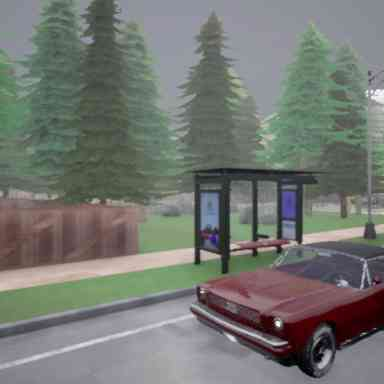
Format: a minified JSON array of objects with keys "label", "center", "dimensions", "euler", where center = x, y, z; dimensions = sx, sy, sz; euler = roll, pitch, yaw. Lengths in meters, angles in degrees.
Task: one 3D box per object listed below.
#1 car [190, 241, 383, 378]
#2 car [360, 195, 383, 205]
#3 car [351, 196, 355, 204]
[{"label":"car","center":[2.316,1.589,5.631],"dimensions":[4.718,1.301,1.895],"euler":[0,0,-35]},{"label":"car","center":[27.587,1.040,49.967],"dimensions":[4.605,1.855,1.932],"euler":[0,0,-37]},{"label":"car","center":[25.770,1.043,51.747],"dimensions":[3.866,1.878,1.905],"euler":[0,0,-37]}]
